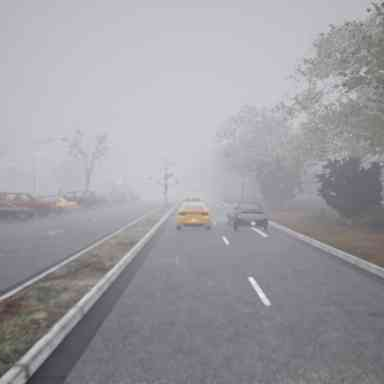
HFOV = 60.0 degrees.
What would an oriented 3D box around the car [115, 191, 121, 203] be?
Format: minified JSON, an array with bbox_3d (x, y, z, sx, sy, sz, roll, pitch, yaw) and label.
[{"bbox_3d":[-13.816,1.095,50.762,4.892,1.521,2.231,-1,0,-20],"label":"car"}]

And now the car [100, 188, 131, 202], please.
[{"bbox_3d":[-13.833,0.821,56.749,5.566,2.045,2.435,-1,0,-20],"label":"car"}]

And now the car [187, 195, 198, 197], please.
[{"bbox_3d":[0.093,1.133,40.612,1.882,1.535,5.008,0,0,0],"label":"car"}]

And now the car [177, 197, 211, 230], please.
[{"bbox_3d":[0.096,1.322,20.136,1.882,1.535,5.008,0,1,0],"label":"car"}]

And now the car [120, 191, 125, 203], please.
[{"bbox_3d":[-13.832,1.112,53.747,4.792,1.488,2.163,-1,1,-20],"label":"car"}]

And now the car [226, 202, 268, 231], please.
[{"bbox_3d":[3.096,1.346,19.261,2.128,1.511,4.902,0,1,0],"label":"car"}]

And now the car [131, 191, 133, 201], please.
[{"bbox_3d":[-13.974,1.062,59.700,5.366,1.575,1.946,-1,0,-20],"label":"car"}]

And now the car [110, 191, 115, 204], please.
[{"bbox_3d":[-13.843,0.981,47.752,4.553,1.767,2.185,-1,0,-20],"label":"car"}]

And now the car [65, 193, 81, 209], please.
[{"bbox_3d":[-13.990,1.207,32.690,5.366,1.575,1.946,-1,1,-20],"label":"car"}]

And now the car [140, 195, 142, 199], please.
[{"bbox_3d":[-13.735,0.783,68.799,5.566,2.045,2.435,-1,0,-20],"label":"car"}]

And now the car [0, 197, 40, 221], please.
[{"bbox_3d":[-13.795,1.325,23.769,4.792,1.488,2.163,-1,0,-20],"label":"car"}]

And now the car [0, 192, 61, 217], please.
[{"bbox_3d":[-13.799,1.013,26.769,5.566,2.045,2.435,-1,0,-20],"label":"car"}]

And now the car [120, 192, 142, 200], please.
[{"bbox_3d":[-13.646,0.891,74.814,4.553,1.767,2.185,-1,0,-19],"label":"car"}]

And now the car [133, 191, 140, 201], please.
[{"bbox_3d":[-13.807,0.793,65.763,5.566,2.045,2.435,-1,0,-20],"label":"car"}]

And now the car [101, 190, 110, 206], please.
[{"bbox_3d":[-13.782,0.995,44.766,4.553,1.767,2.185,-1,1,-20],"label":"car"}]

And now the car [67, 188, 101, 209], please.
[{"bbox_3d":[-13.841,0.908,38.739,5.566,2.045,2.435,-1,1,-20],"label":"car"}]

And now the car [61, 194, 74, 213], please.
[{"bbox_3d":[-13.644,1.228,29.823,5.366,1.575,1.946,-1,0,-20],"label":"car"}]

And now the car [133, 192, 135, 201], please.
[{"bbox_3d":[-13.785,1.093,62.768,4.674,1.452,2.002,-1,0,-20],"label":"car"}]

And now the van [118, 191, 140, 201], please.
[{"bbox_3d":[-13.620,0.799,71.836,4.442,1.987,1.878,-1,0,-19],"label":"van"}]
